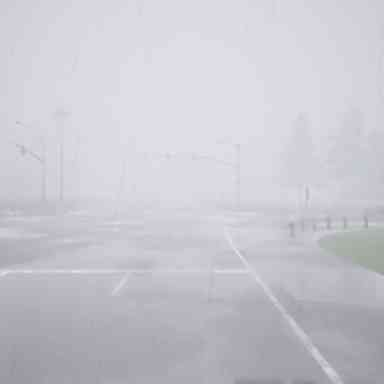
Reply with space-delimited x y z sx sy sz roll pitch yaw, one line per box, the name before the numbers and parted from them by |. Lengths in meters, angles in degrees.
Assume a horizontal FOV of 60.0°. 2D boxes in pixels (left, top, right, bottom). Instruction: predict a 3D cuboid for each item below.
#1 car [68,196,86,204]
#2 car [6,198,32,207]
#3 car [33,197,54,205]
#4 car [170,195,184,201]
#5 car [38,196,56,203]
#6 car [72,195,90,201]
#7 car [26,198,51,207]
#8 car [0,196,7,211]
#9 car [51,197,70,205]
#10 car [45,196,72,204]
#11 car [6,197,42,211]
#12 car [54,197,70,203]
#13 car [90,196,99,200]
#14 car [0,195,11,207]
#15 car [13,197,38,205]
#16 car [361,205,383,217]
car | -24.681 1.686 71.386 2.033 1.411 5.357 0 0 0
car | -28.146 1.680 54.229 1.994 1.385 4.181 0 0 2
car | -28.106 1.637 63.139 1.837 1.490 4.892 0 0 0
car | -3.923 1.542 94.767 2.097 1.767 4.553 0 0 -18
car | -31.762 1.627 72.878 1.882 1.535 5.008 0 0 -3
car | -21.148 1.481 61.647 2.097 1.767 4.553 0 0 0
car | -24.668 1.716 53.610 1.895 1.301 4.718 0 0 0
car | -24.674 1.645 43.670 2.033 1.411 5.357 0 0 0
car | -24.629 1.695 62.418 1.994 1.385 4.181 0 0 0
car | -21.174 1.618 52.508 1.837 1.490 4.892 0 0 0
car | -21.169 1.621 42.349 1.812 1.442 4.674 0 0 0
car | -28.188 1.700 72.037 1.994 1.385 4.181 0 0 -3
car | -21.172 1.623 70.870 1.882 1.535 5.008 0 0 0
car | -31.653 1.468 53.955 2.097 1.767 4.553 0 0 0
car | -31.606 1.672 63.323 2.033 1.411 5.357 0 0 0
car | 17.364 1.564 28.915 4.902 1.511 2.128 0 0 8
